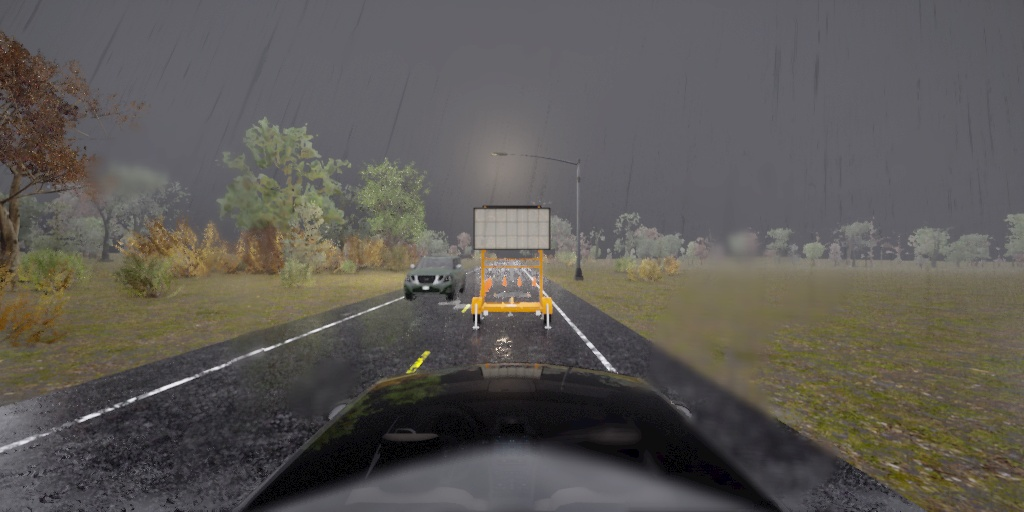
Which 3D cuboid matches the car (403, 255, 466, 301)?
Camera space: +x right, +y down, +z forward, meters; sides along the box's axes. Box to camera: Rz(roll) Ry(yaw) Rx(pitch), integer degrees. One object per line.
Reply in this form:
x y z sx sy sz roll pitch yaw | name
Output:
-3.601 0.975 17.737 2.150 2.045 5.566 0 0 0 | car

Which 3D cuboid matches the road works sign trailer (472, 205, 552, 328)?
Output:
0.000 0.216 11.326 2.380 3.560 2.880 0 0 0 | road works sign trailer
